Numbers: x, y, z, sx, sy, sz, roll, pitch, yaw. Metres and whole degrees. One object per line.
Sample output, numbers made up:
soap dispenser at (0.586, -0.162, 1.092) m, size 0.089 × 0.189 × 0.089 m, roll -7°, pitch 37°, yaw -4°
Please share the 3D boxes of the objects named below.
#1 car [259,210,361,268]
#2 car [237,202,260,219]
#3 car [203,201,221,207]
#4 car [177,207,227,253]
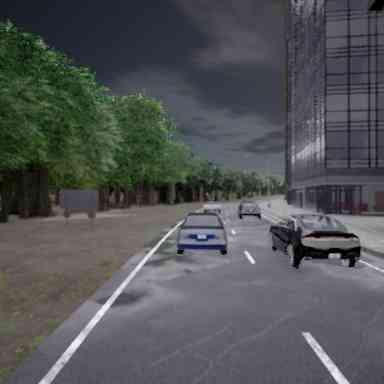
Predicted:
car at (3.866, 1.483, 11.239) m, size 2.128 × 1.511 × 4.902 m, roll 0°, pitch 0°, yaw 2°
car at (5.015, 1.570, 29.533) m, size 2.033 × 1.411 × 5.357 m, roll 0°, pitch 0°, yaw 5°
car at (2.385, 1.672, 38.032) m, size 1.895 × 1.301 × 4.718 m, roll 0°, pitch 0°, yaw 6°
car at (0.435, 1.537, 13.550) m, size 2.033 × 1.411 × 5.357 m, roll 0°, pitch 0°, yaw 2°
